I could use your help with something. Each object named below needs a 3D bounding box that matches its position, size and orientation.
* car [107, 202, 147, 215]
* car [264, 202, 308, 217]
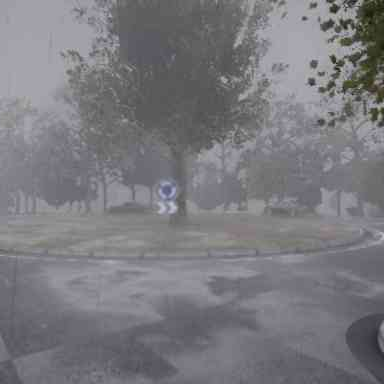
[{"bbox_3d":[-7.695,1.889,39.542,4.674,1.442,1.812,0,-1,-19],"label":"car"},{"bbox_3d":[10.028,1.820,35.915,2.128,1.511,4.902,1,-1,-42],"label":"car"}]
